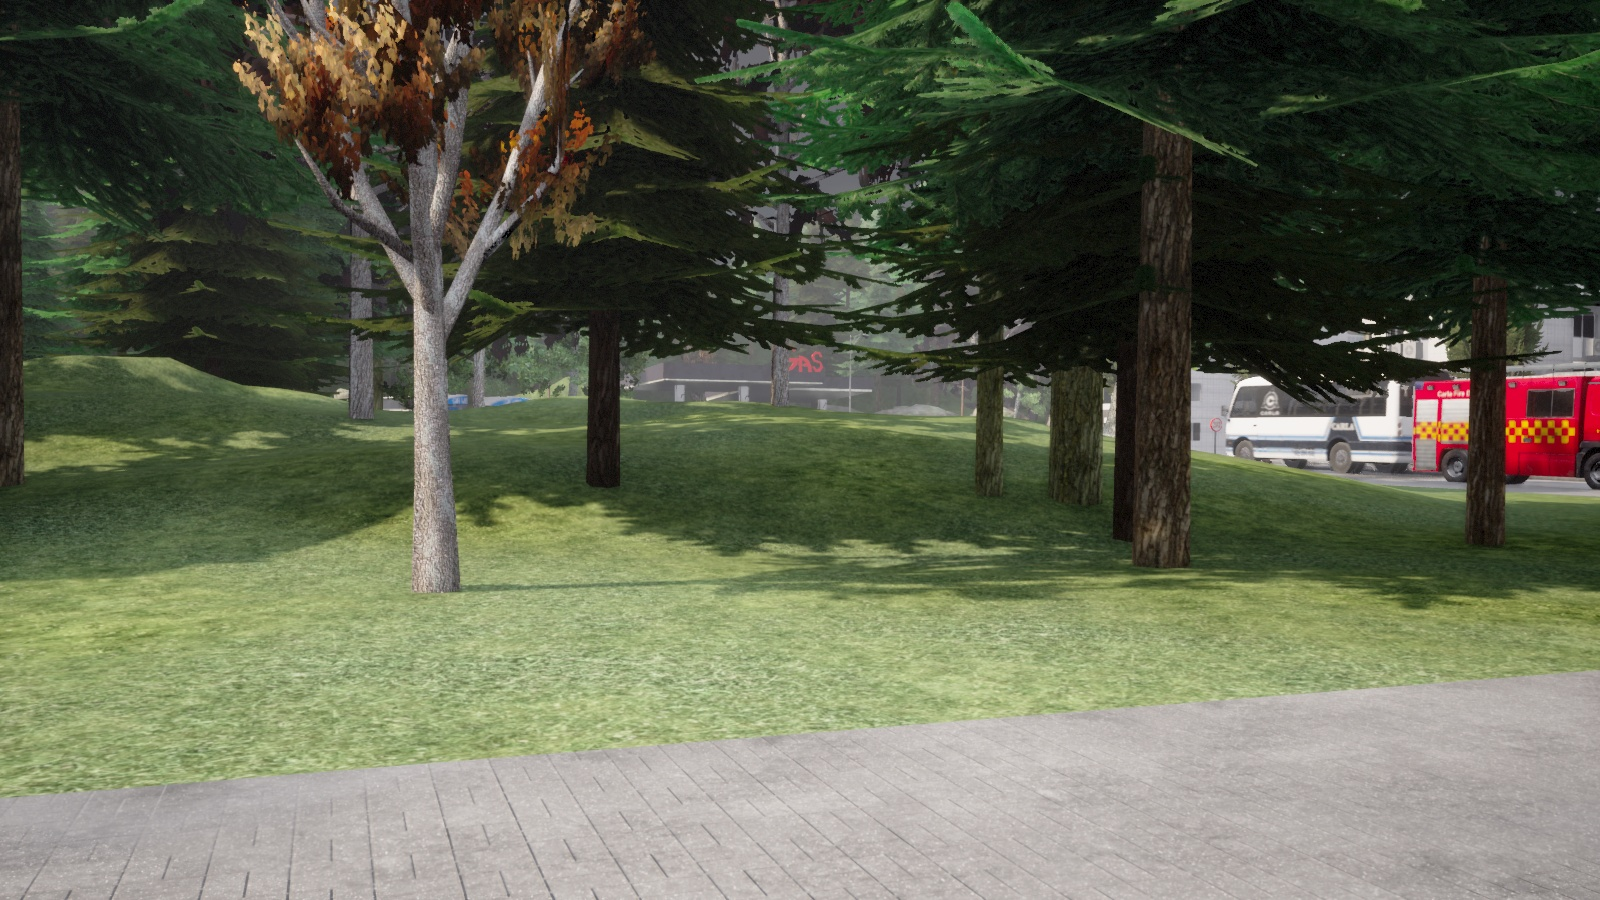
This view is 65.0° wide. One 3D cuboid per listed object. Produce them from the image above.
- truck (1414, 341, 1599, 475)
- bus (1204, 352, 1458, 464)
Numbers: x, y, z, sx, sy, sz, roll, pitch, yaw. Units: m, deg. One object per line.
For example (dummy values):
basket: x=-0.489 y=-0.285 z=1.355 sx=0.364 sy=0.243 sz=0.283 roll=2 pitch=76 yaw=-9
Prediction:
truck: x=23.339 y=-1.244 z=38.456 sx=2.891 sy=3.827 sz=8.468 roll=-1 pitch=1 yaw=-20
bus: x=22.100 y=-1.684 z=53.265 sx=3.944 sy=4.253 sz=10.273 roll=-1 pitch=1 yaw=-20
